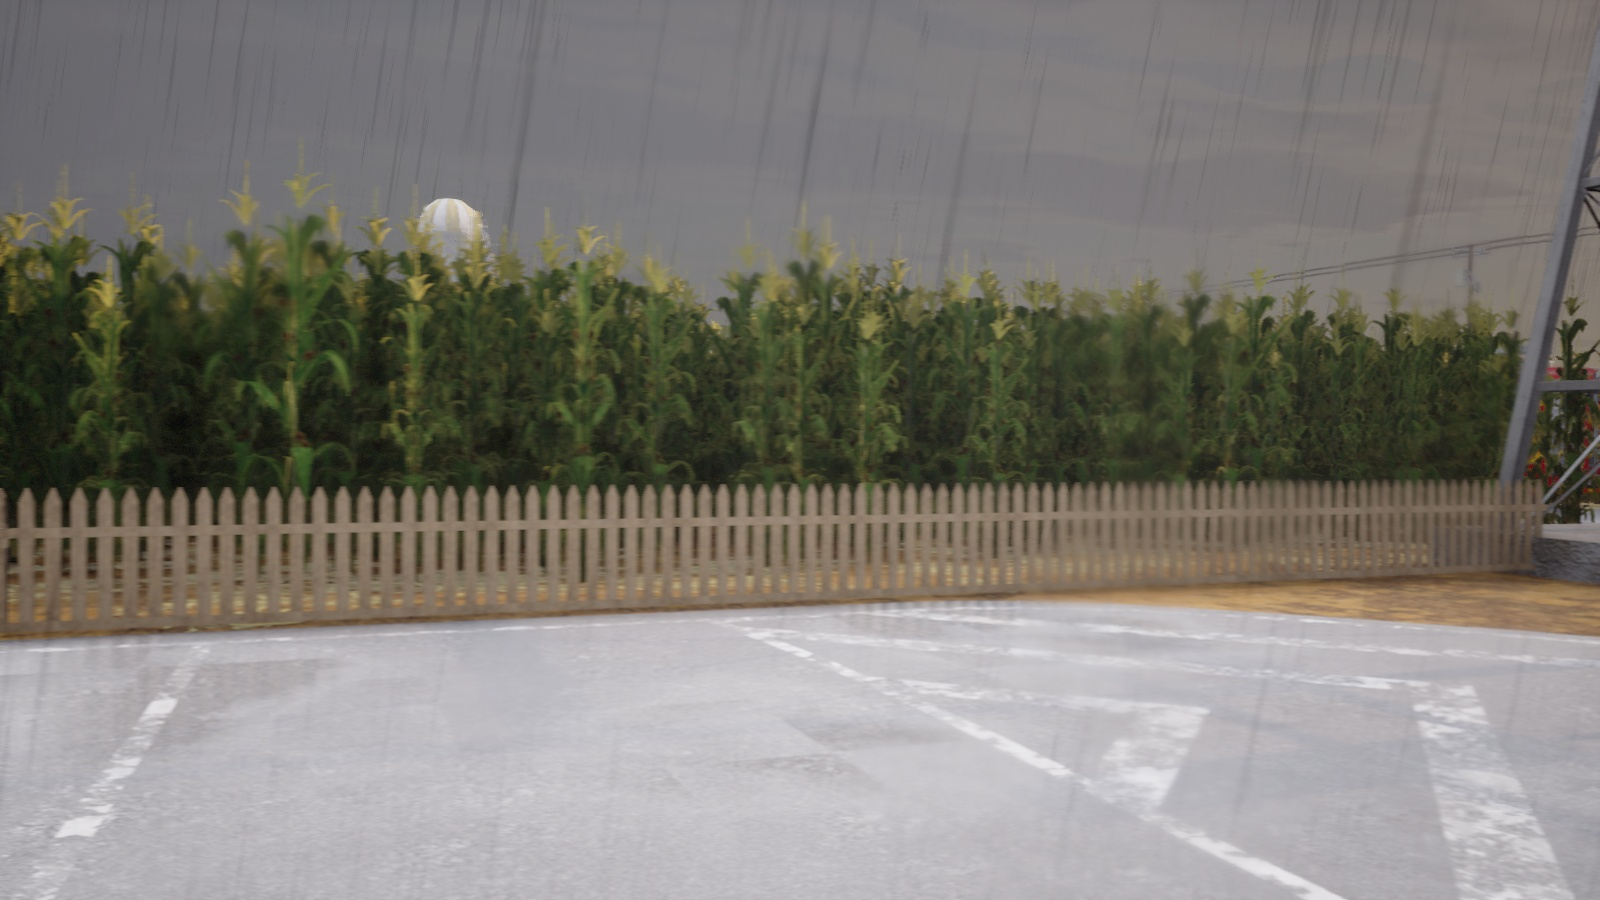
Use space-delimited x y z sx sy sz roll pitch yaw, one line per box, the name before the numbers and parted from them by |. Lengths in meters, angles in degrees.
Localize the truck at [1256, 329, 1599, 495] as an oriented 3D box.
truck | 16.227 -0.944 33.321 2.891 3.827 8.468 -1 1 -21
